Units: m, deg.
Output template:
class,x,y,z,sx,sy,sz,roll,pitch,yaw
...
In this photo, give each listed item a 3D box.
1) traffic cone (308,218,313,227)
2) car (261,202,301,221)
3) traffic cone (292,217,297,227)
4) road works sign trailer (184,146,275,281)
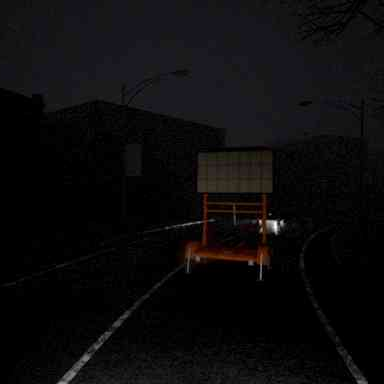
class,x,y,z,sx,sy,sz,roll,pitch,yaw
traffic cone,7.666,1.979,21.513,0.340,0.580,0.340,1,0,23
car,7.304,1.554,27.160,1.994,1.385,4.181,1,0,41
traffic cone,6.745,1.967,21.902,0.340,0.580,0.340,1,0,23
road works sign trailer,1.317,0.460,10.107,2.380,3.560,2.880,0,0,21
